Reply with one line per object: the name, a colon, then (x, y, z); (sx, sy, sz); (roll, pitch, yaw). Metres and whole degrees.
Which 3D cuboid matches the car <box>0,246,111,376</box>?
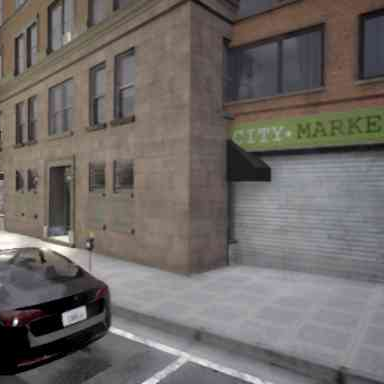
car: (-3.138, 1.561, 5.305); (4.313, 1.339, 1.947); (0, 1, 35)
